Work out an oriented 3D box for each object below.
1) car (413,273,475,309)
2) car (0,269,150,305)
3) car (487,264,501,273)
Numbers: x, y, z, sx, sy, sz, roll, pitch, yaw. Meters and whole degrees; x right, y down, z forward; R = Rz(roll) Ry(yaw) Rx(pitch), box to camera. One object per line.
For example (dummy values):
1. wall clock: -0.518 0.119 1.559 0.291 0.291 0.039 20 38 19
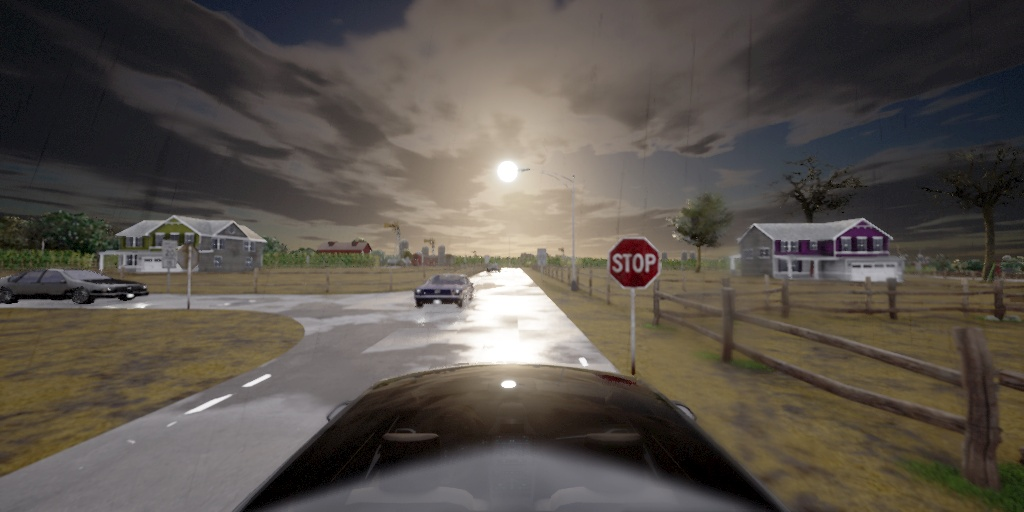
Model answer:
1. car: -2.739 1.426 15.374 1.895 1.301 4.718 1 -1 0
2. car: -18.520 1.245 14.914 5.357 1.411 2.033 0 -2 0
3. car: -2.724 1.834 54.436 1.994 1.385 4.181 0 -1 0
